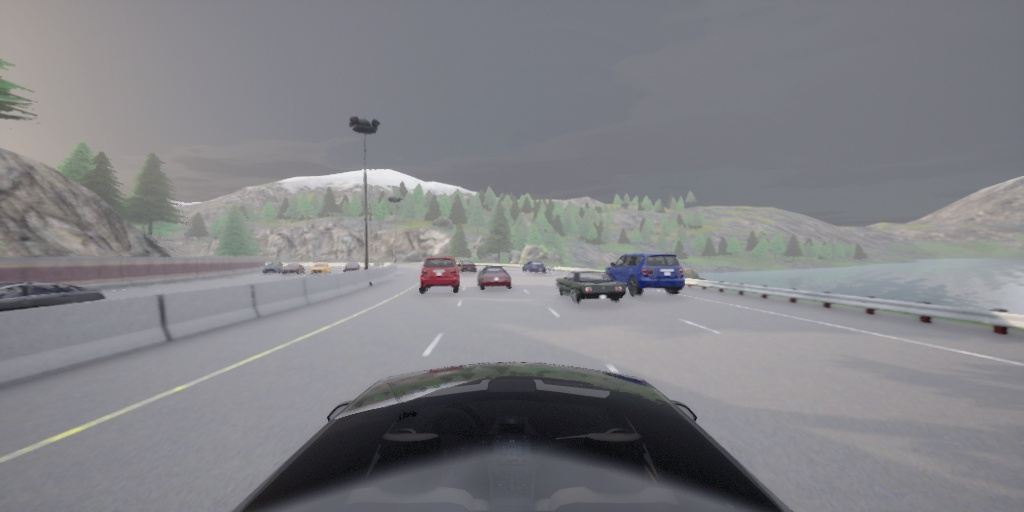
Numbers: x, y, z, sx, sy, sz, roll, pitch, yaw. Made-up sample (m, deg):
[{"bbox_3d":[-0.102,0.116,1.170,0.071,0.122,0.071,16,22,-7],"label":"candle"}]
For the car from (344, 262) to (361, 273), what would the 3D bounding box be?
[{"bbox_3d":[-22.398,1.628,50.561,1.882,1.535,5.008,-1,0,-19],"label":"car"}]

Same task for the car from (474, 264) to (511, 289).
[{"bbox_3d":[-1.242,1.355,23.559,1.994,1.385,4.181,-1,0,-8],"label":"car"}]

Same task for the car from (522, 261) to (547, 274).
[{"bbox_3d":[2.525,1.274,41.447,1.812,1.442,4.674,0,0,-15],"label":"car"}]

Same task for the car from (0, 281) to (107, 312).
[{"bbox_3d":[-14.346,1.476,9.858,2.128,1.511,4.902,-1,0,-3],"label":"car"}]

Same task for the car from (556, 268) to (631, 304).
[{"bbox_3d":[3.311,1.313,16.132,1.895,1.301,4.718,-1,0,-6],"label":"car"}]

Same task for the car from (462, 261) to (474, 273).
[{"bbox_3d":[-5.954,1.365,46.274,1.882,1.535,5.008,0,0,-17],"label":"car"}]

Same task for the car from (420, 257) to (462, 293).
[{"bbox_3d":[-4.323,1.060,21.893,2.150,2.045,5.566,0,0,-9],"label":"car"}]

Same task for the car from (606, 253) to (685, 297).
[{"bbox_3d":[6.587,0.884,18.599,2.150,2.045,5.566,0,0,-7],"label":"car"}]

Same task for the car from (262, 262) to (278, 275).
[{"bbox_3d":[-33.757,1.683,50.994,2.097,1.767,4.553,-1,0,-21],"label":"car"}]

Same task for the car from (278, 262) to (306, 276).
[{"bbox_3d":[-28.604,1.723,47.074,1.882,1.535,5.008,-1,0,-18],"label":"car"}]

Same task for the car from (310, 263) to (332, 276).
[{"bbox_3d":[-24.703,1.661,46.497,1.882,1.535,5.008,-1,0,-18],"label":"car"}]
